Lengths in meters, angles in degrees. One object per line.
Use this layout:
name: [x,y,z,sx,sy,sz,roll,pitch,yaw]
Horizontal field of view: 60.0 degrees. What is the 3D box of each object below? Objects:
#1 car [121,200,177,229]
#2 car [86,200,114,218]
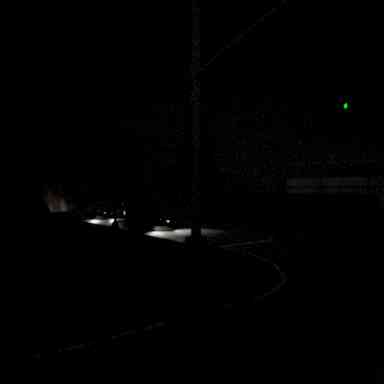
car: [-2.846,1.502,21.858,1.837,1.490,4.892,0,0,-36]
car: [-8.378,1.502,30.099,1.837,1.490,4.892,0,0,-26]
